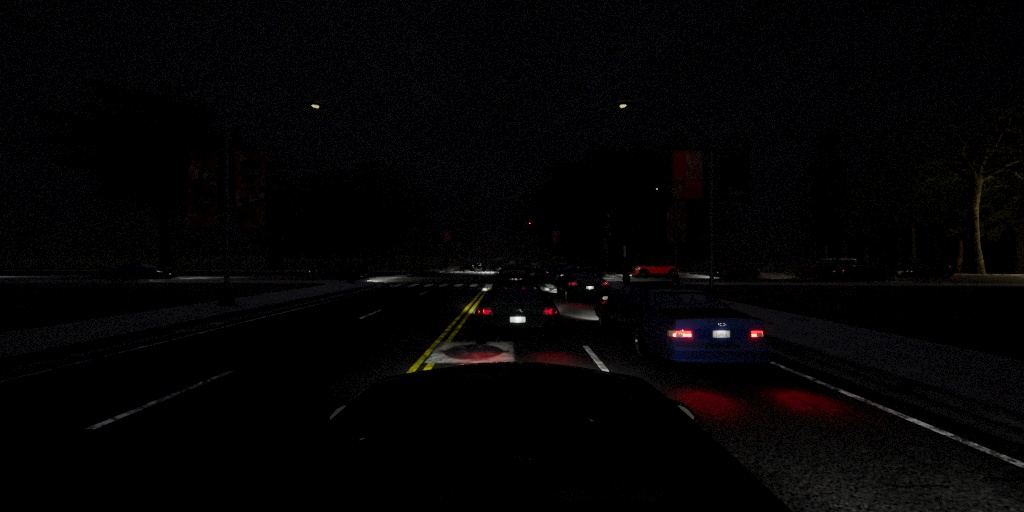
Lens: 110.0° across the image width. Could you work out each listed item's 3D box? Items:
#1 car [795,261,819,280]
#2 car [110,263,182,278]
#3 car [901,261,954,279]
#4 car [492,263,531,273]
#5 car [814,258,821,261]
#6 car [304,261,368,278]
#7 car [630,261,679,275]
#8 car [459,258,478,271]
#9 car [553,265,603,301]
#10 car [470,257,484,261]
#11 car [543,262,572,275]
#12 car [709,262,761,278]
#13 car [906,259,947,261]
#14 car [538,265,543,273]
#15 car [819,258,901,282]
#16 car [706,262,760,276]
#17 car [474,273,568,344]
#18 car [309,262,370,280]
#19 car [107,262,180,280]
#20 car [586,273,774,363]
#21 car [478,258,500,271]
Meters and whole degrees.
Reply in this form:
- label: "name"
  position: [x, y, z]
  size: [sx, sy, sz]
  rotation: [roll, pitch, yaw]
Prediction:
- label: "car"
  position: [29.496, 1.463, 33.703]
  size: [5.008, 1.535, 1.882]
  rotation: [0, 0, -1]
- label: "car"
  position: [-33.850, 1.311, 33.223]
  size: [4.718, 1.301, 1.895]
  rotation: [0, 0, 0]
- label: "car"
  position: [42.671, 1.568, 37.208]
  size: [4.902, 1.511, 2.128]
  rotation: [0, 0, 0]
- label: "car"
  position: [0.105, 1.284, 18.525]
  size: [1.837, 1.490, 4.892]
  rotation: [0, 0, 0]
- label: "car"
  position: [32.688, 1.231, 37.161]
  size: [5.566, 2.045, 2.150]
  rotation: [0, 0, 0]
- label: "car"
  position: [-16.254, 1.263, 33.386]
  size: [4.902, 1.511, 2.128]
  rotation: [0, 0, -1]
- label: "car"
  position: [14.612, 1.266, 37.017]
  size: [4.553, 1.767, 2.097]
  rotation: [0, 0, -1]
- label: "car"
  position: [-6.548, 1.417, 52.164]
  size: [1.837, 1.490, 4.892]
  rotation: [0, 0, 0]
- label: "car"
  position: [3.363, 1.340, 17.512]
  size: [1.994, 1.385, 4.181]
  rotation: [0, 0, 0]
- label: "car"
  position: [-6.530, 1.194, 62.014]
  size: [2.150, 2.045, 5.566]
  rotation: [0, 0, 0]
- label: "car"
  position: [5.306, 1.430, 30.268]
  size: [4.718, 1.301, 1.895]
  rotation: [0, 0, 0]
- label: "car"
  position: [23.246, 1.522, 37.109]
  size: [4.181, 1.385, 1.994]
  rotation: [0, 0, -2]
- label: "car"
  position: [45.939, 1.328, 40.456]
  size: [5.566, 2.045, 2.150]
  rotation: [0, 0, 0]
- label: "car"
  position: [4.866, 1.330, 33.519]
  size: [4.902, 1.511, 2.128]
  rotation: [0, 0, 0]
- label: "car"
  position: [29.444, 1.332, 30.440]
  size: [4.553, 1.767, 2.097]
  rotation: [0, 0, 0]
- label: "car"
  position: [24.817, 1.476, 40.355]
  size: [4.892, 1.490, 1.837]
  rotation: [0, 0, -1]
- label: "car"
  position: [0.110, 1.321, 9.619]
  size: [1.994, 1.385, 4.181]
  rotation: [0, 0, 0]
- label: "car"
  position: [-14.058, 1.338, 29.836]
  size: [4.181, 1.385, 1.994]
  rotation: [0, 0, 5]
- label: "car"
  position: [-30.954, 1.239, 30.000]
  size: [4.674, 1.442, 1.812]
  rotation: [0, 0, 0]
- label: "car"
  position: [3.356, 1.303, 8.269]
  size: [2.033, 1.411, 5.357]
  rotation: [0, 0, 0]
- label: "car"
  position: [-3.296, 1.406, 52.714]
  size: [2.128, 1.511, 4.902]
  rotation: [0, 0, 0]
